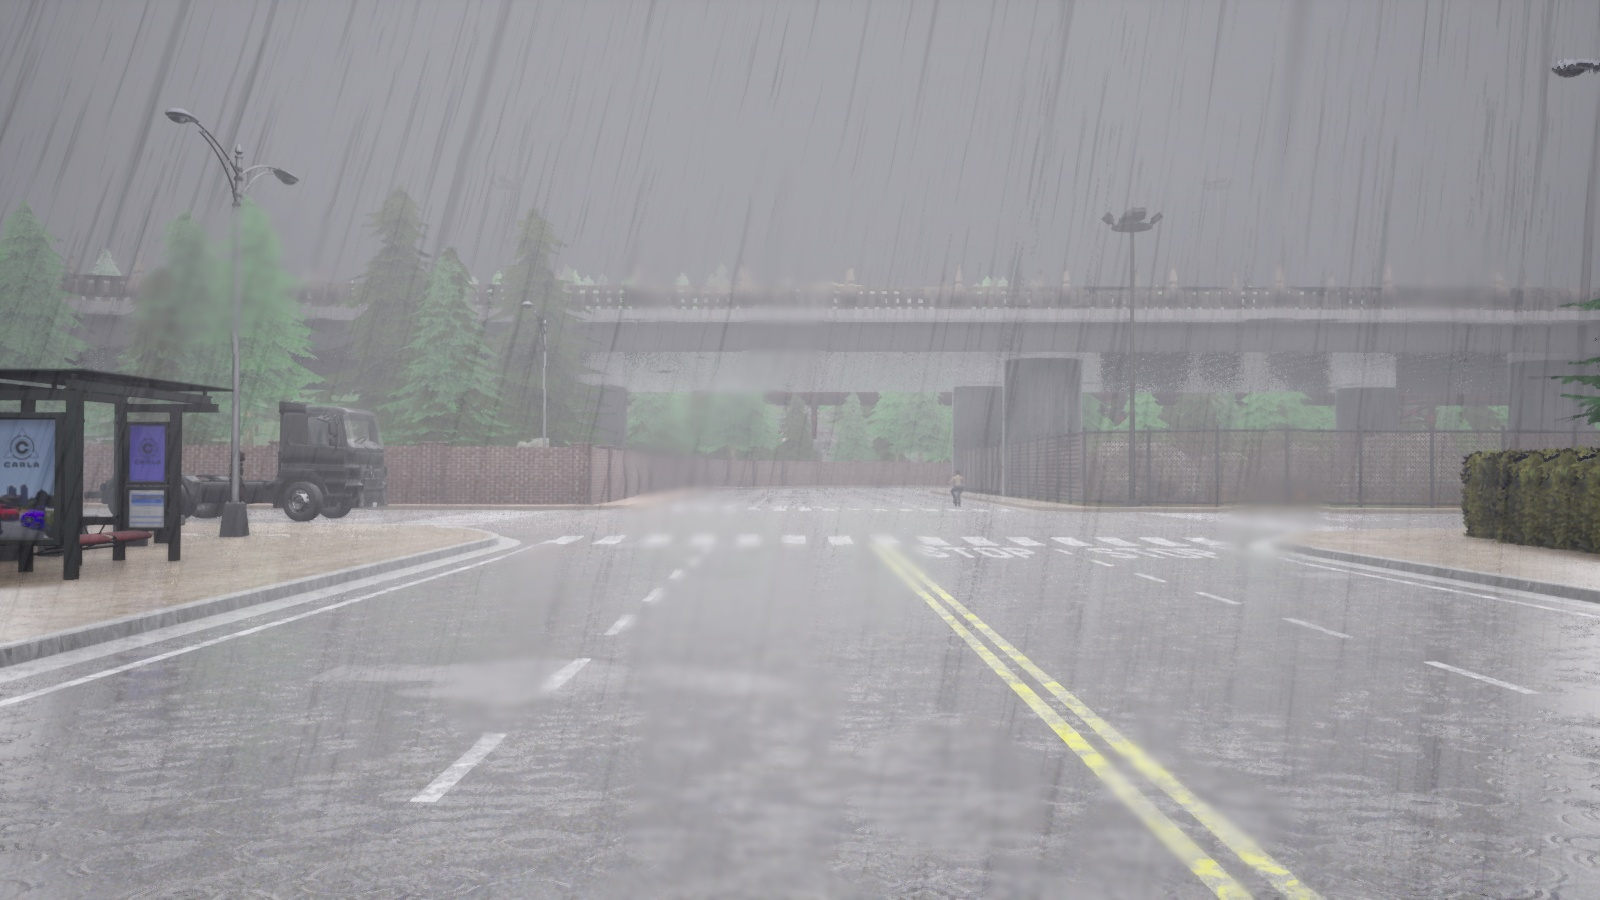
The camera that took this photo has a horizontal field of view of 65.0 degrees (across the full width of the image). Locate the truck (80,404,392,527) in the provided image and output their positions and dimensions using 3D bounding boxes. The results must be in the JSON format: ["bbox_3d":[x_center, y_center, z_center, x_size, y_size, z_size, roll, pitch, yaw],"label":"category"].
[{"bbox_3d":[-16.564,0.467,37.267,7.936,3.462,2.891,0,-1,1],"label":"truck"}]

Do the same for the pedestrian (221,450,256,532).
[{"bbox_3d":[-13.331,0.966,29.816,0.692,1.930,0.395,0,-1,-15],"label":"pedestrian"}]
